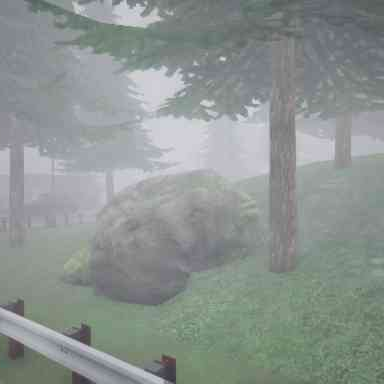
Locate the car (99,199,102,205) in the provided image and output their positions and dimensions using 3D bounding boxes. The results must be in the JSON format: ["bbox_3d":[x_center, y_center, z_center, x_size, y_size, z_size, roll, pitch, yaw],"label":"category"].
[{"bbox_3d":[-17.856,1.477,58.432,5.008,1.535,1.882,0,0,36],"label":"car"}]

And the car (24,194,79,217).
[{"bbox_3d":[-12.241,1.206,28.048,2.150,2.045,5.566,0,0,36],"label":"car"}]
